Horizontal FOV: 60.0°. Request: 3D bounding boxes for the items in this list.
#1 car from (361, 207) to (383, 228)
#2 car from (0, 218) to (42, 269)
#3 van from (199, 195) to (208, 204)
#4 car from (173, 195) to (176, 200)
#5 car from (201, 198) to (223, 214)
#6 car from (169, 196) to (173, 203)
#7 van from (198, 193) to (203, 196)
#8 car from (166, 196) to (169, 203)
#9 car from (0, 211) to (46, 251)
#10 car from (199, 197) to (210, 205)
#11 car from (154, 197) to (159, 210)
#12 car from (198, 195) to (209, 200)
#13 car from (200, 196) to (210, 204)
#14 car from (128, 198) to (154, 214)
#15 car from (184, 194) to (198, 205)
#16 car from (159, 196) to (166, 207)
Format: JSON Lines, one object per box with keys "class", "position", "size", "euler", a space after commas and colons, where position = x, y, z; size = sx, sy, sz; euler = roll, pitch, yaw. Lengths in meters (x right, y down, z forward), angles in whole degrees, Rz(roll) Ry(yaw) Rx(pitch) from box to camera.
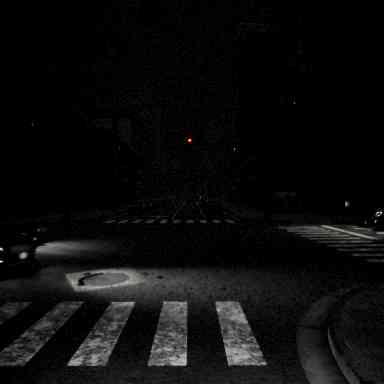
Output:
{"class": "car", "position": [13.004, 1.304, 20.633], "size": [4.553, 1.767, 2.097], "euler": [0, 0, 0]}
{"class": "car", "position": [-6.986, 1.504, 9.816], "size": [4.902, 1.511, 2.128], "euler": [0, -1, 15]}
{"class": "van", "position": [2.388, 1.453, 69.182], "size": [1.690, 1.788, 3.998], "euler": [0, 0, 0]}
{"class": "car", "position": [-5.621, 1.694, 80.214], "size": [2.008, 1.369, 4.403], "euler": [0, 0, 0]}
{"class": "car", "position": [2.343, 1.606, 36.116], "size": [1.947, 1.339, 4.313], "euler": [0, 0, 0]}
{"class": "car", "position": [-5.636, 1.552, 69.193], "size": [1.967, 1.590, 4.097], "euler": [0, 0, 0]}
{"class": "van", "position": [2.373, 1.424, 58.160], "size": [1.690, 1.788, 3.998], "euler": [0, 0, 0]}
{"class": "car", "position": [-5.651, 1.634, 58.171], "size": [2.008, 1.369, 4.403], "euler": [0, 0, 0]}
{"class": "car", "position": [-9.222, 1.575, 13.844], "size": [5.357, 1.411, 2.033], "euler": [0, 0, 0]}
{"class": "car", "position": [2.381, 1.647, 63.671], "size": [2.008, 1.369, 4.403], "euler": [0, 0, 0]}
{"class": "car", "position": [-5.675, 1.490, 41.639], "size": [1.967, 1.590, 4.097], "euler": [0, 0, 0]}
{"class": "car", "position": [2.365, 1.637, 52.649], "size": [1.947, 1.339, 4.313], "euler": [0, 0, 0]}
{"class": "car", "position": [2.358, 1.641, 47.139], "size": [1.802, 1.307, 4.206], "euler": [0, 0, 0]}
{"class": "car", "position": [-5.682, 1.480, 36.128], "size": [1.967, 1.590, 4.097], "euler": [0, 0, 0]}
{"class": "car", "position": [-0.155, 1.601, 63.292], "size": [1.837, 1.490, 4.892], "euler": [0, 0, 0]}
{"class": "car", "position": [-5.659, 1.653, 52.660], "size": [1.802, 1.307, 4.206], "euler": [0, 0, 0]}
